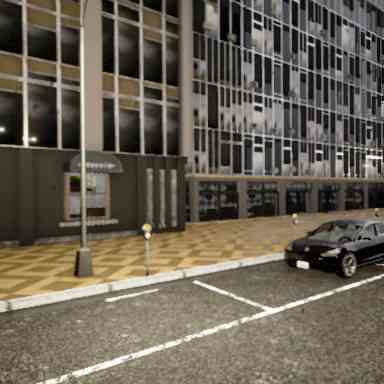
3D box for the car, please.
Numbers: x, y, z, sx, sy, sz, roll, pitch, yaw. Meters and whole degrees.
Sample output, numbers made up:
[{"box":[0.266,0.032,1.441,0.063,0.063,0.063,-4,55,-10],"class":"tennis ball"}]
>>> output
[{"box":[4.640,1.495,9.874,4.313,1.339,1.947,-1,0,-36],"class":"car"}]
